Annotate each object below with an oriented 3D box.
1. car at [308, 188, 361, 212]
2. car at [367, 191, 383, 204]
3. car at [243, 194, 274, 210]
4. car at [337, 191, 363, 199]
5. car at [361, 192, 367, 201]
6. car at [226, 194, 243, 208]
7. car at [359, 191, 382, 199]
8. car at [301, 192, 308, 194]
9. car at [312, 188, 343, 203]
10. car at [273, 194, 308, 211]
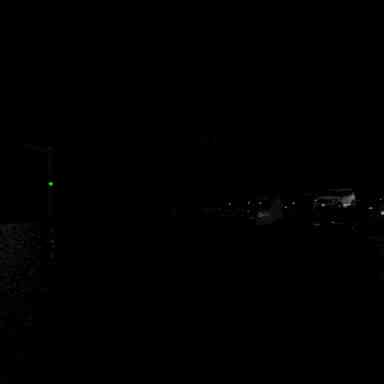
[{"bbox_3d":[13.497,0.709,31.290,2.150,2.045,5.566,0,2,45],"label":"car"},{"bbox_3d":[23.970,0.750,41.937,1.837,1.490,4.892,0,0,45],"label":"car"},{"bbox_3d":[7.809,1.057,35.488,1.812,1.442,4.674,0,1,44],"label":"car"},{"bbox_3d":[29.098,0.526,61.259,5.357,1.411,2.033,-1,1,-37],"label":"car"},{"bbox_3d":[20.451,0.825,43.382,2.033,1.411,5.357,0,1,45],"label":"car"},{"bbox_3d":[5.869,1.018,38.508,2.128,1.511,4.902,0,1,44],"label":"car"},{"bbox_3d":[31.438,0.536,58.606,4.181,1.385,1.994,-1,1,-36],"label":"car"},{"bbox_3d":[17.098,0.784,49.935,1.812,1.442,4.674,0,1,45],"label":"car"},{"bbox_3d":[19.300,0.478,47.218,2.150,2.045,5.566,0,1,44],"label":"car"},{"bbox_3d":[10.458,1.118,33.194,1.895,1.301,4.718,0,1,44],"label":"car"}]
